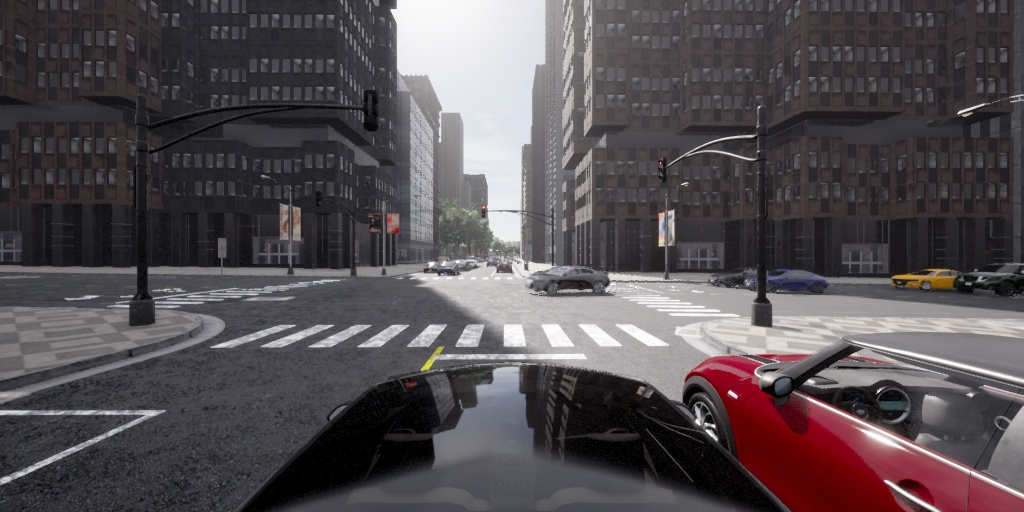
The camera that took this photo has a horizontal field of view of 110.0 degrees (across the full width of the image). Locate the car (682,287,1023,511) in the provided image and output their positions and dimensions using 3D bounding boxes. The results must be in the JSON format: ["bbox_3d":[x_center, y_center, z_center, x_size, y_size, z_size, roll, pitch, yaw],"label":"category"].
[{"bbox_3d":[2.761,1.190,2.195,1.967,1.591,4.097,0,0,0],"label":"car"}]

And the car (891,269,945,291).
[{"bbox_3d":[30.365,1.688,25.837,5.008,1.535,1.882,1,0,-1],"label":"car"}]

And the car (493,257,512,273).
[{"bbox_3d":[-0.920,1.197,43.559,1.967,1.591,4.097,0,0,-1],"label":"car"}]

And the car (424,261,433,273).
[{"bbox_3d":[-9.445,1.324,43.443,1.948,1.339,4.313,0,0,-1],"label":"car"}]

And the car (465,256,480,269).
[{"bbox_3d":[-6.983,1.015,59.250,2.150,2.045,5.566,0,0,0],"label":"car"}]

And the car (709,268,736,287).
[{"bbox_3d":[16.640,1.537,25.663,4.674,1.442,1.812,1,0,-1],"label":"car"}]

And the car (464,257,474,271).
[{"bbox_3d":[-6.849,1.261,48.618,2.128,1.511,4.902,0,0,-1],"label":"car"}]

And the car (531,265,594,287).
[{"bbox_3d":[3.506,1.387,25.486,4.181,1.385,1.994,1,0,-1],"label":"car"}]

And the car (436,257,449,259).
[{"bbox_3d":[-9.520,1.084,48.868,2.192,1.841,5.009,0,0,-1],"label":"car"}]

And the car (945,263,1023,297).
[{"bbox_3d":[31.513,1.454,22.604,5.566,2.045,2.150,1,0,-1],"label":"car"}]

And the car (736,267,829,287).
[{"bbox_3d":[17.072,1.547,22.417,4.674,1.442,1.812,1,0,-1],"label":"car"}]

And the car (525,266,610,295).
[{"bbox_3d":[3.150,1.317,20.054,4.902,1.511,2.128,1,0,-22],"label":"car"}]

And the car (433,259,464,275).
[{"bbox_3d":[-6.698,1.294,38.352,2.033,1.411,5.357,0,0,-1],"label":"car"}]
